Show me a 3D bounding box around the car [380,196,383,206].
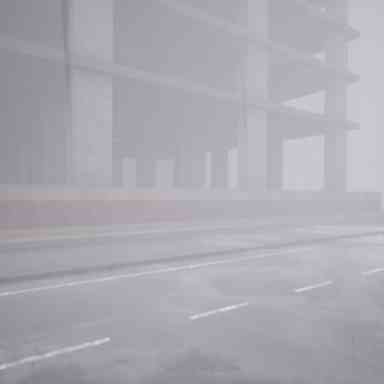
[{"bbox_3d":[36.850,2.022,65.824,3.806,1.475,1.970,1,0,-35],"label":"car"}]
